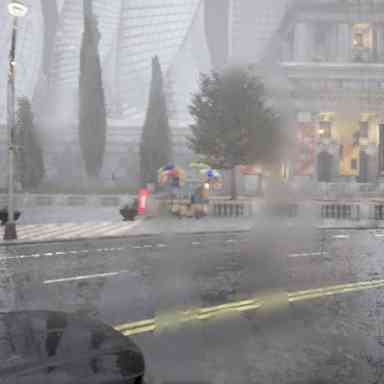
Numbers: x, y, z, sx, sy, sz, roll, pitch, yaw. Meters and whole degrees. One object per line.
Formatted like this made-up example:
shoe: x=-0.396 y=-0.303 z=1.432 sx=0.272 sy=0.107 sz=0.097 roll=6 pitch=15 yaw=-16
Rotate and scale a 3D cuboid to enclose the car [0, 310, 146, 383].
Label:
car: x=-2.593 y=1.428 z=1.768 sx=5.008 sy=1.535 sz=1.882 roll=1 pitch=0 yaw=-38
